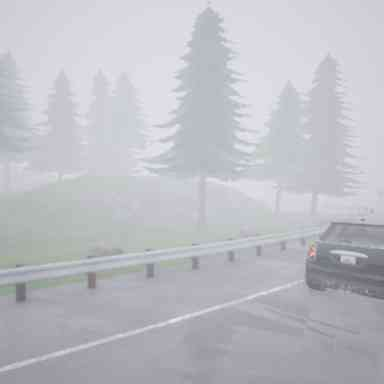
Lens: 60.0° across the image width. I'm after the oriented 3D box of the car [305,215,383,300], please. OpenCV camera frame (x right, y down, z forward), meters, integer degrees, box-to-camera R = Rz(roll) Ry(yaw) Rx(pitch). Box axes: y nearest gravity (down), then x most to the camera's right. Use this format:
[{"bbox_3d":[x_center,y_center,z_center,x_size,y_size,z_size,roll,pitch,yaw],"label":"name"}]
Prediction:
[{"bbox_3d":[4.687,1.365,8.008,4.553,1.767,2.097,0,0,-42],"label":"car"}]
